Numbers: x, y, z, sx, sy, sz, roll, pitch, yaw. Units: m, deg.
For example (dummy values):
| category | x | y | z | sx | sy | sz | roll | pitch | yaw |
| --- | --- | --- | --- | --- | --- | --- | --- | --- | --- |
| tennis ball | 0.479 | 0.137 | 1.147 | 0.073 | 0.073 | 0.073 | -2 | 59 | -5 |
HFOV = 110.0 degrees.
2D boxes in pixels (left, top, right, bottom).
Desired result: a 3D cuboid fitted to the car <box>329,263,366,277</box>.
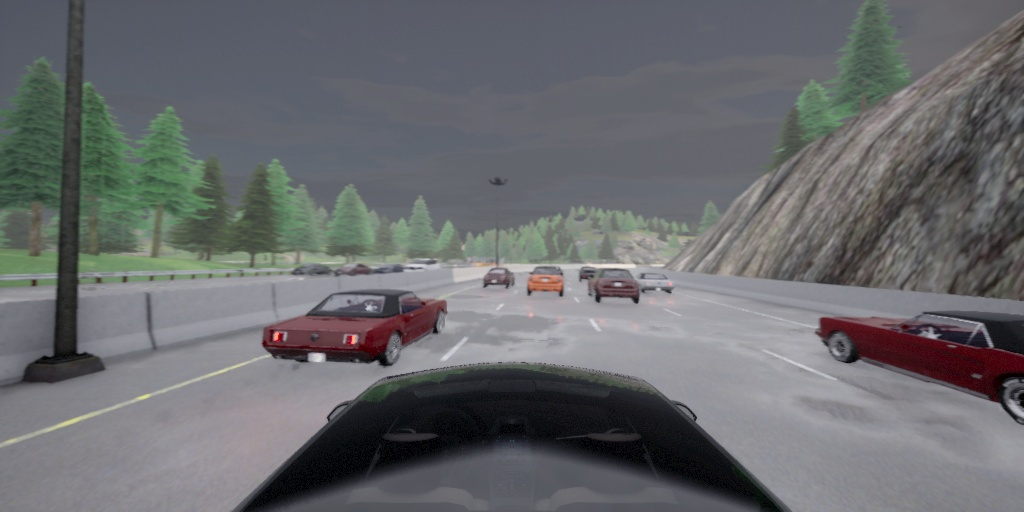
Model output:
| category | x | y | z | sx | sy | sz | roll | pitch | yaw |
| --- | --- | --- | --- | --- | --- | --- | --- | --- | --- |
| car | -16.984 | 1.463 | 38.452 | 1.812 | 1.442 | 4.674 | 1 | -1 | 10 |

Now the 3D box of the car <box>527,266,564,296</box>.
| category | x | y | z | sx | sy | sz | roll | pitch | yaw |
| --- | --- | --- | --- | --- | --- | --- | --- | --- | --- |
| car | 2.085 | 1.399 | 22.115 | 2.097 | 1.767 | 4.553 | 1 | -1 | 6 |

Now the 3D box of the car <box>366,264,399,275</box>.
| category | x | y | z | sx | sy | sz | roll | pitch | yaw |
| --- | --- | --- | --- | --- | --- | --- | --- | --- | --- |
| car | -13.263 | 1.559 | 39.418 | 2.033 | 1.411 | 5.357 | 1 | -1 | 11 |

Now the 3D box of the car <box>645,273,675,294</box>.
| category | x | y | z | sx | sy | sz | roll | pitch | yaw |
| --- | --- | --- | --- | --- | --- | --- | --- | --- | --- |
| car | 9.403 | 1.797 | 24.496 | 1.895 | 1.301 | 4.718 | 1 | -1 | 7 |

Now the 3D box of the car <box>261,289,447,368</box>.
| category | x | y | z | sx | sy | sz | roll | pitch | yaw |
| --- | --- | --- | --- | --- | --- | --- | --- | --- | --- |
| car | -2.909 | 1.383 | 7.991 | 1.895 | 1.301 | 4.718 | 1 | -1 | 6 |

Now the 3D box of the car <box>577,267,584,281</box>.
| category | x | y | z | sx | sy | sz | roll | pitch | yaw |
| --- | --- | --- | --- | --- | --- | --- | --- | --- | --- |
| car | 7.769 | 1.832 | 36.675 | 1.837 | 1.490 | 4.892 | 1 | 0 | 10 |

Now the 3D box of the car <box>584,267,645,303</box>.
| category | x | y | z | sx | sy | sz | roll | pitch | yaw |
| --- | --- | --- | --- | --- | --- | --- | --- | --- | --- |
| car | 5.286 | 1.412 | 19.183 | 2.097 | 1.767 | 4.553 | 1 | -1 | 6 |

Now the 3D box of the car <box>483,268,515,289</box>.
| category | x | y | z | sx | sy | sz | roll | pitch | yaw |
| --- | --- | --- | --- | --- | --- | --- | --- | --- | --- |
| car | -0.910 | 1.577 | 26.510 | 1.812 | 1.442 | 4.674 | 1 | -1 | 7 |

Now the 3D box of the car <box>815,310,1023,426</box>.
| category | x | y | z | sx | sy | sz | roll | pitch | yaw |
| --- | --- | --- | --- | --- | --- | --- | --- | --- | --- |
| car | 7.409 | 1.524 | 5.692 | 1.895 | 1.301 | 4.718 | 1 | -1 | 6 |

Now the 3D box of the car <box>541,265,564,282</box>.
| category | x | y | z | sx | sy | sz | roll | pitch | yaw |
| --- | --- | --- | --- | --- | --- | --- | --- | --- | --- |
| car | 4.247 | 1.763 | 36.887 | 2.128 | 1.511 | 4.902 | 1 | -1 | 10 |

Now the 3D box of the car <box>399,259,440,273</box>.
| category | x | y | z | sx | sy | sz | roll | pitch | yaw |
| --- | --- | --- | --- | --- | --- | --- | --- | --- | --- |
| car | -9.734 | 1.291 | 39.233 | 2.150 | 2.045 | 5.566 | 1 | -1 | 11 |

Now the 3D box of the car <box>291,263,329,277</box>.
| category | x | y | z | sx | sy | sz | roll | pitch | yaw |
| --- | --- | --- | --- | --- | --- | --- | --- | --- | --- |
| car | -20.731 | 1.424 | 37.232 | 1.994 | 1.385 | 4.181 | 1 | -1 | 9 |
